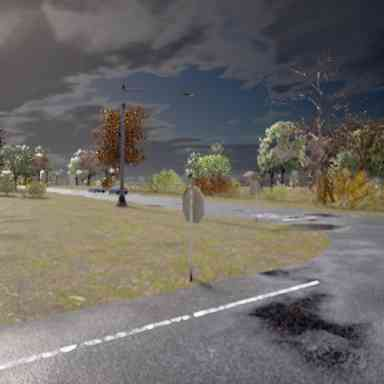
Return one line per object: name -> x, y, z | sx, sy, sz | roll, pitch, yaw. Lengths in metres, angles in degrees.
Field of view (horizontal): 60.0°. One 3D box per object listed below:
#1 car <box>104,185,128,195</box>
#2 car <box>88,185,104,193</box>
car -> -11.673, -0.285, 52.292 | 1.837, 1.490, 4.892 | 0, 2, -36
car -> -17.252, -0.535, 60.097 | 1.994, 1.385, 4.181 | 0, 2, -36
